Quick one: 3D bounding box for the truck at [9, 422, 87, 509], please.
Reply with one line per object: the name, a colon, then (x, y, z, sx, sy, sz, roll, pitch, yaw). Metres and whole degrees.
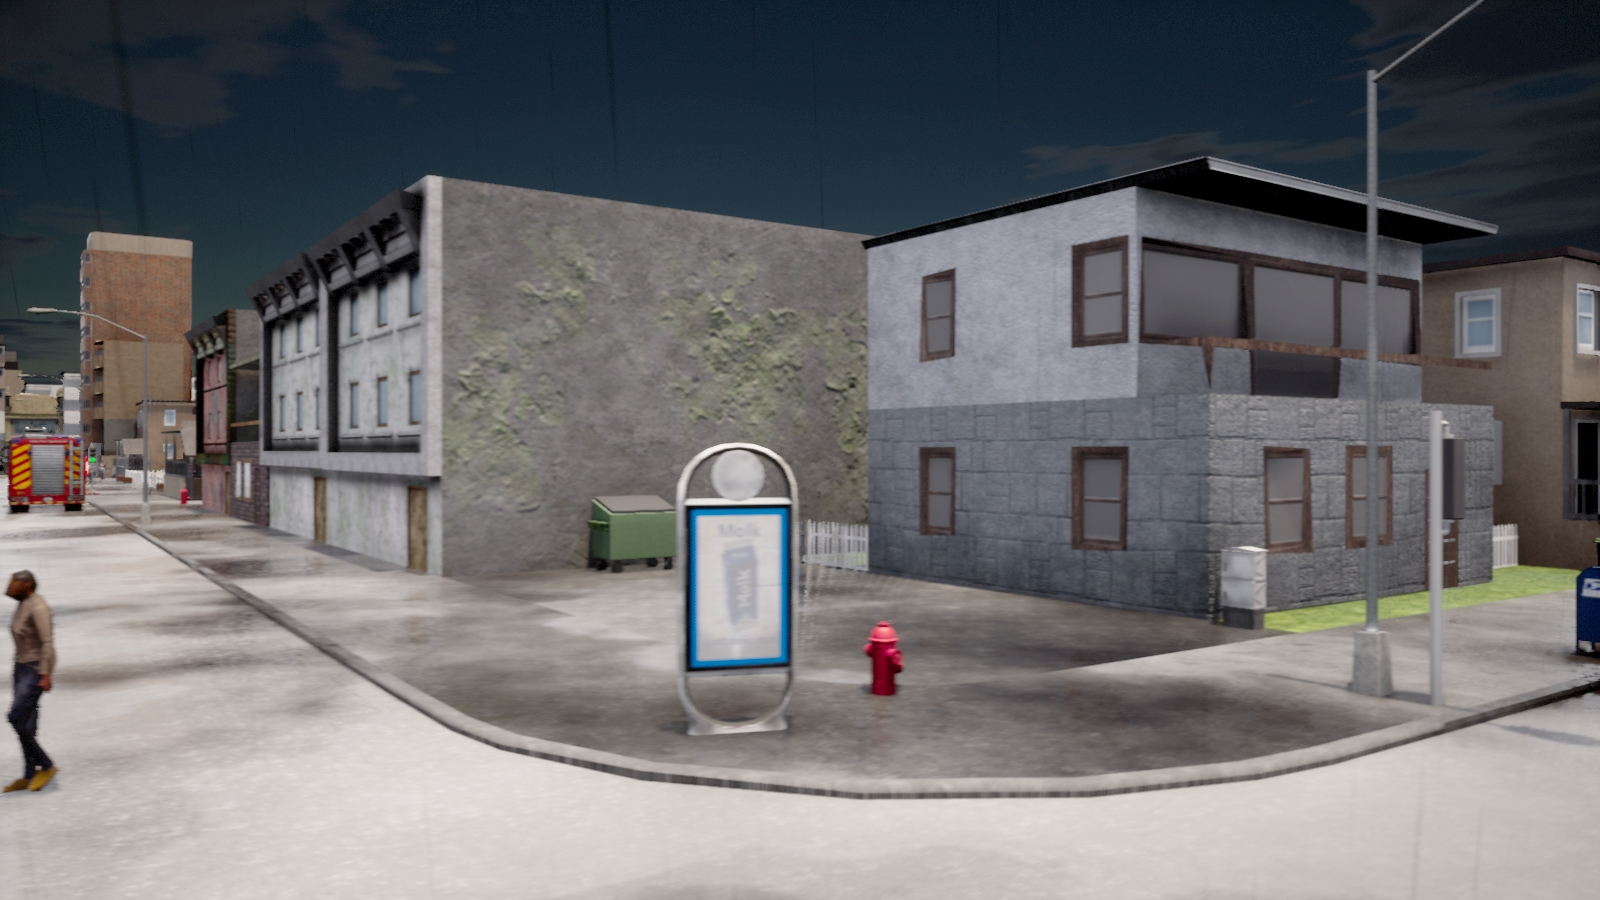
truck: (-35.738, 0.671, 54.131, 2.891, 3.827, 8.468, 0, 0, -35)

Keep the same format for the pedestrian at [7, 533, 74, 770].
pedestrian: (-6.256, 1.629, 9.408, 0.375, 1.860, 0.375, 0, 0, 42)
